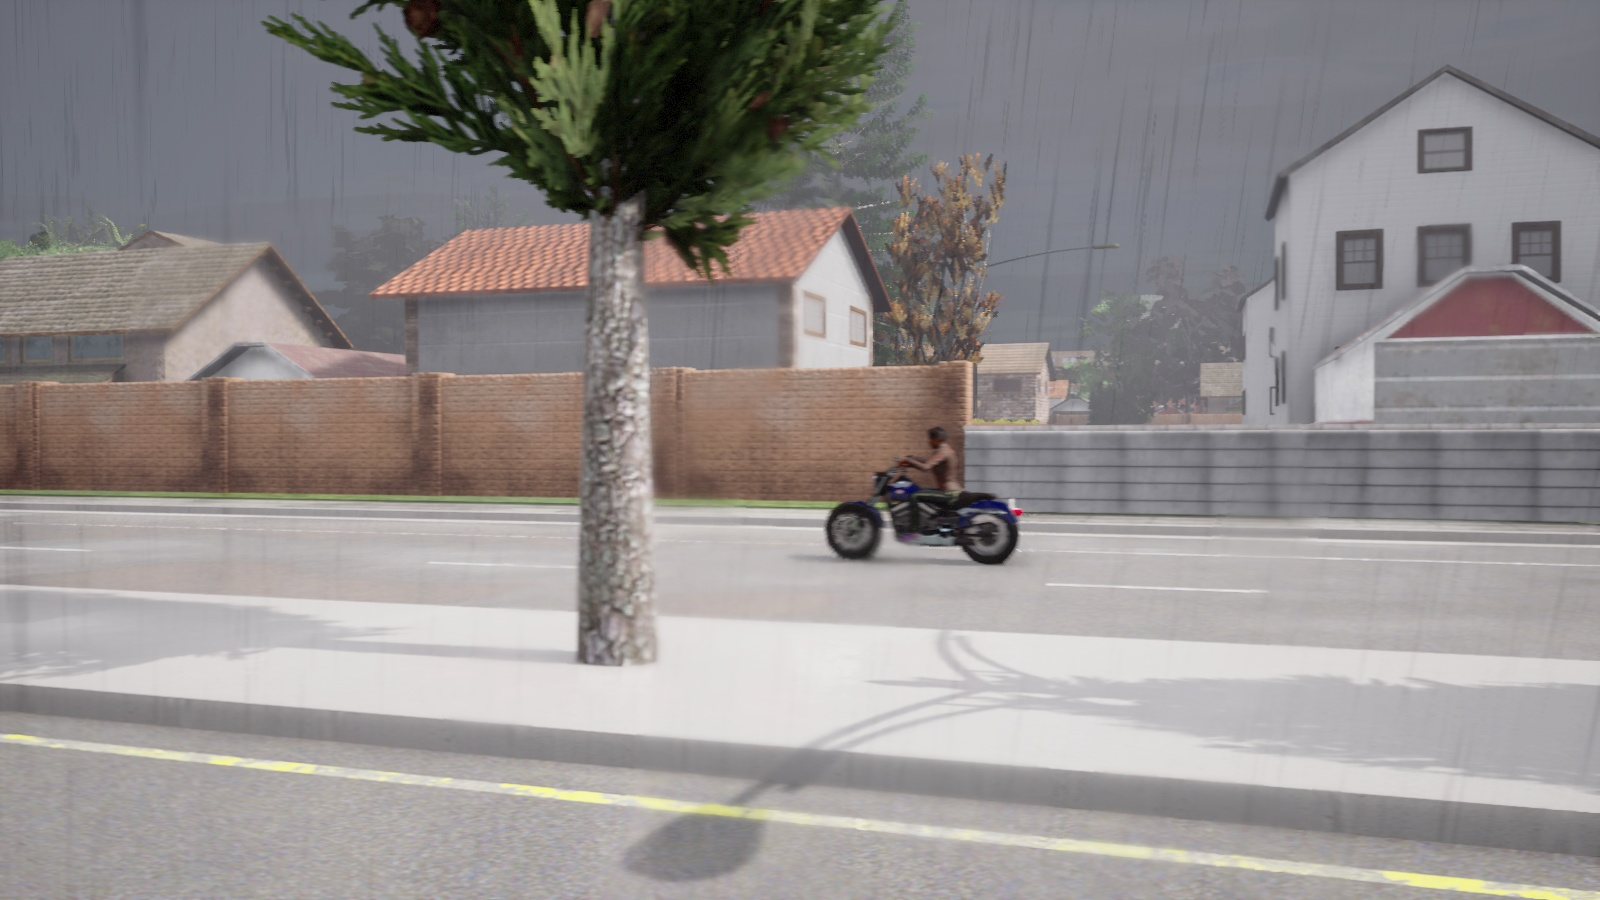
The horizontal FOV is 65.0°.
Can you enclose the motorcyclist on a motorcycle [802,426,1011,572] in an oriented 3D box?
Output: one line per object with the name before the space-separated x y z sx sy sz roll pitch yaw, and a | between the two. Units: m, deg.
motorcyclist on a motorcycle | 1.266 0.543 14.896 2.350 1.649 0.766 0 1 19
